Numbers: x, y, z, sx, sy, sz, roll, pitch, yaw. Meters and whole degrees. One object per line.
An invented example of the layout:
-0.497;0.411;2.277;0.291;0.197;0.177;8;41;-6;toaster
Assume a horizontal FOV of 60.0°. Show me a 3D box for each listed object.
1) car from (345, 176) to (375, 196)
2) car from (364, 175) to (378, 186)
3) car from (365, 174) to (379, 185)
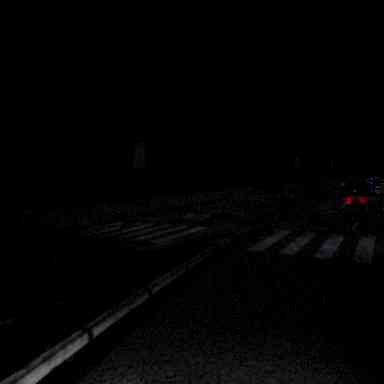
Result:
15.813;-0.444;31.709;2.128;1.511;4.902;0;4;32;car
21.012;-1.033;40.357;1.994;1.385;4.181;0;4;32;car
26.046;-1.875;48.550;2.097;1.767;4.553;0;4;32;car
